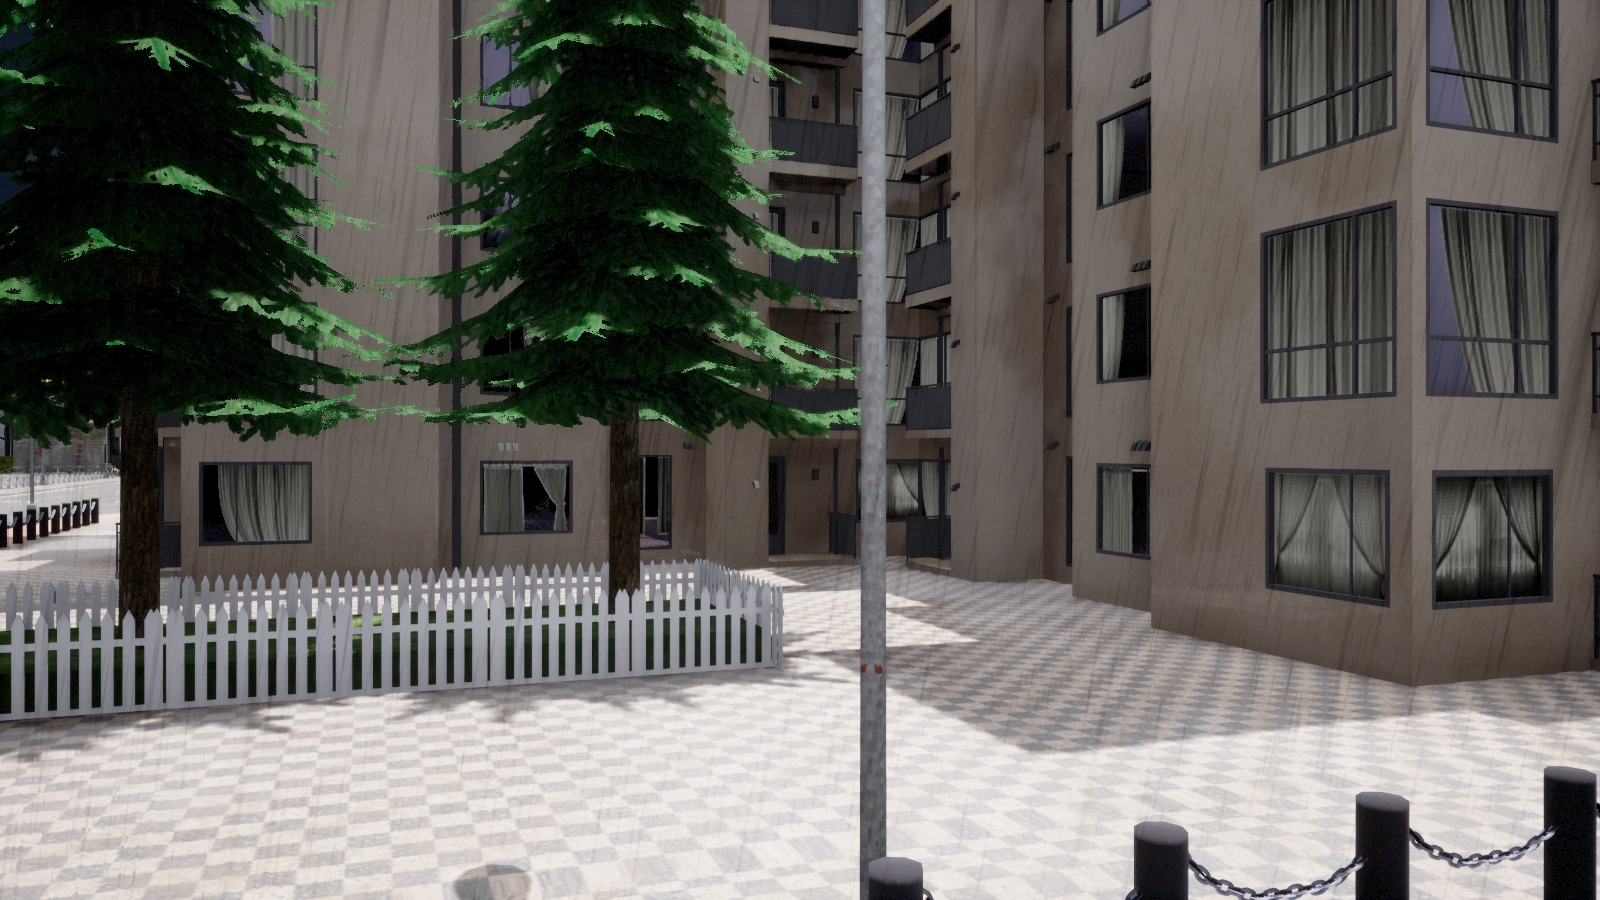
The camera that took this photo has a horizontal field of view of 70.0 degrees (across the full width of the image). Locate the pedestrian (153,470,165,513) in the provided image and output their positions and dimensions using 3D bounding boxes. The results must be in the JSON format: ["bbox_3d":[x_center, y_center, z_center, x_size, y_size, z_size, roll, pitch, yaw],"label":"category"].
[{"bbox_3d":[-28.074,1.829,50.036,0.375,1.860,0.375,0,0,-20],"label":"pedestrian"}]
